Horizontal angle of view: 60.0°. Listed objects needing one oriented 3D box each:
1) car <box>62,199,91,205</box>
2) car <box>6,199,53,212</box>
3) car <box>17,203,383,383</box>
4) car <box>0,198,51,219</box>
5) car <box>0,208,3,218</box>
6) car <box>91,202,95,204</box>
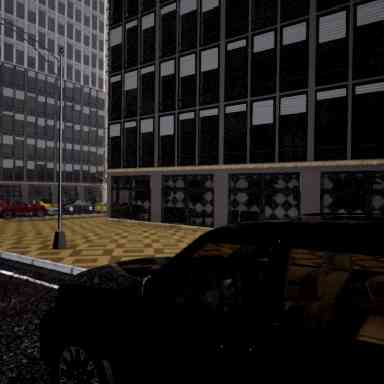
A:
[{"bbox_3d":[-14.743,1.704,42.768,1.837,1.490,4.892,1,0,37],"label":"car"},{"bbox_3d":[-19.678,1.640,40.484,1.752,1.417,4.829,1,0,37],"label":"car"},{"bbox_3d":[0.950,1.221,3.006,5.566,2.045,2.150,0,0,35],"label":"car"},{"bbox_3d":[-16.206,1.517,31.099,2.192,1.841,5.009,1,0,37],"label":"car"},{"bbox_3d":[-7.360,1.347,8.958,4.553,1.767,2.097,0,0,36],"label":"car"},{"bbox_3d":[-9.383,1.828,40.292,1.752,1.417,4.829,1,0,37],"label":"car"}]
